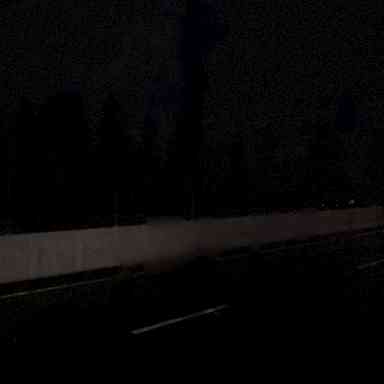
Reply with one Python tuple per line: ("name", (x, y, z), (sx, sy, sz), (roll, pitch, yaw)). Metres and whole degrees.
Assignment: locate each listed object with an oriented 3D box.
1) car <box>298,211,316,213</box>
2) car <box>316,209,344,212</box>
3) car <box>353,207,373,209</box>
("car", (12.600, 1.519, 34.498), (5.357, 1.411, 2.033), (-1, 0, -31))
("car", (14.380, 1.291, 31.486), (4.718, 1.301, 1.895), (-1, 0, -31))
("car", (16.190, 1.473, 28.488), (4.718, 1.301, 1.895), (-1, 0, -31))
